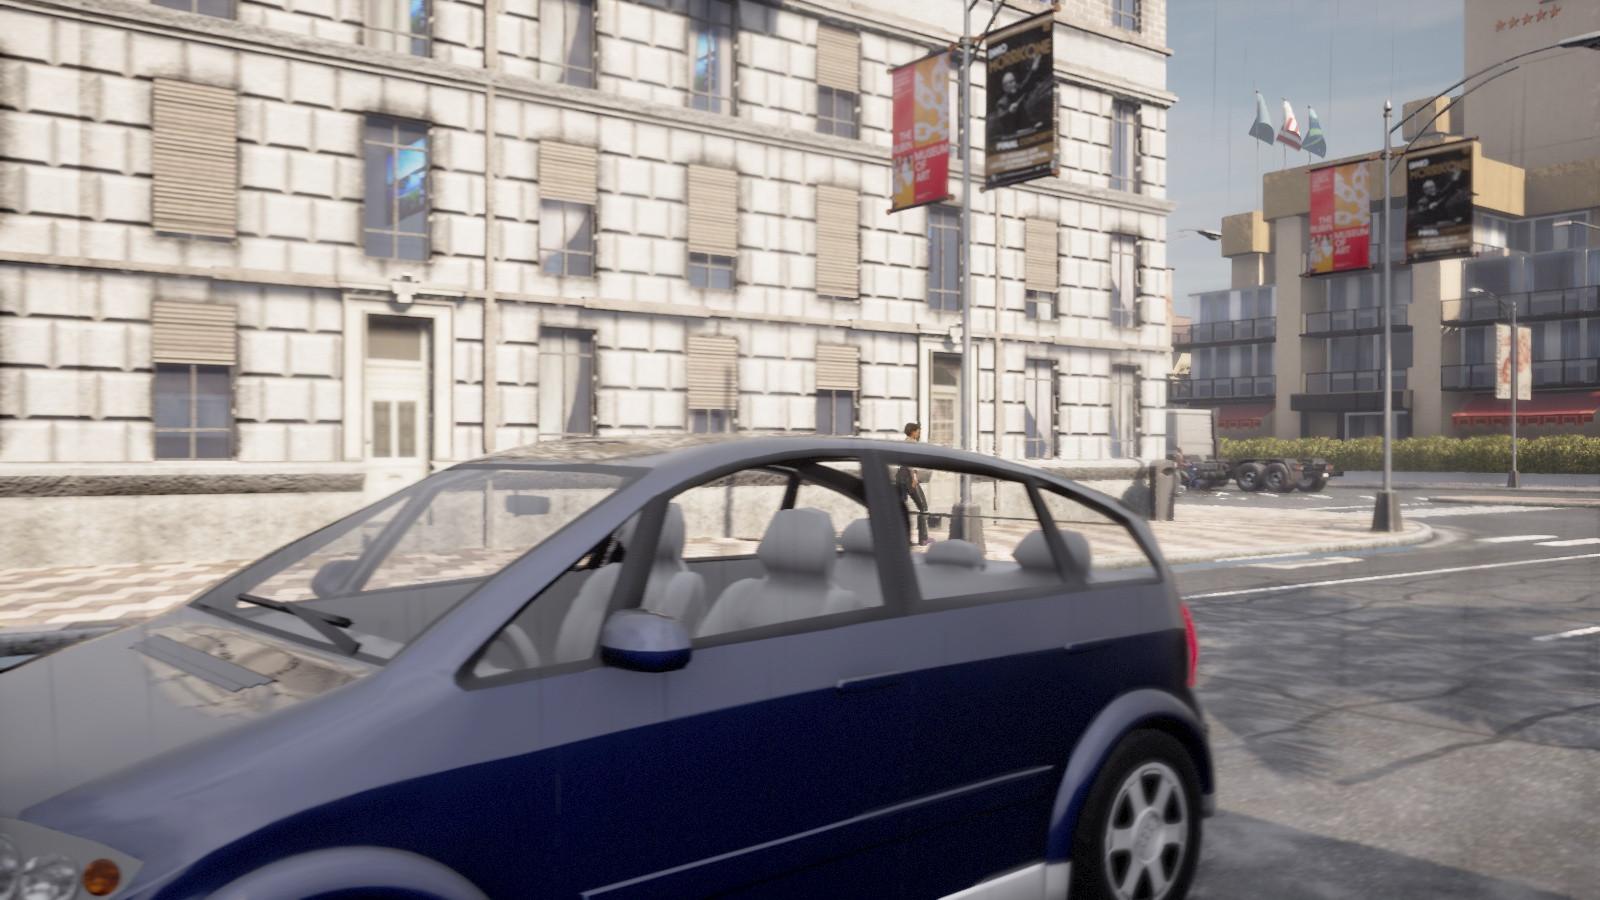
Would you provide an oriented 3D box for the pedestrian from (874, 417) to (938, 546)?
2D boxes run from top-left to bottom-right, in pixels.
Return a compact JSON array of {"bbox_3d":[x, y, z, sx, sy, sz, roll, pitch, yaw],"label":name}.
[{"bbox_3d":[1.520,0.444,17.957,0.869,1.805,0.328,0,0,-29],"label":"pedestrian"}]

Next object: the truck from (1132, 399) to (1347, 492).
[{"bbox_3d":[17.568,-0.147,50.784,2.891,3.462,7.936,0,0,-36],"label":"truck"}]

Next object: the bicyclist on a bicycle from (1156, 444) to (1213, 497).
[{"bbox_3d":[13.218,0.696,43.177,0.659,1.776,1.843,0,0,-36],"label":"bicyclist on a bicycle"}]

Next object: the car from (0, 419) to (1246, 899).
[{"bbox_3d":[-0.539,0.733,3.481,3.705,1.549,1.789,0,0,-42],"label":"car"}]

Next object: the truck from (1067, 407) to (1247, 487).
[{"bbox_3d":[16.392,-0.125,58.328,2.891,3.462,7.936,0,0,-36],"label":"truck"}]
